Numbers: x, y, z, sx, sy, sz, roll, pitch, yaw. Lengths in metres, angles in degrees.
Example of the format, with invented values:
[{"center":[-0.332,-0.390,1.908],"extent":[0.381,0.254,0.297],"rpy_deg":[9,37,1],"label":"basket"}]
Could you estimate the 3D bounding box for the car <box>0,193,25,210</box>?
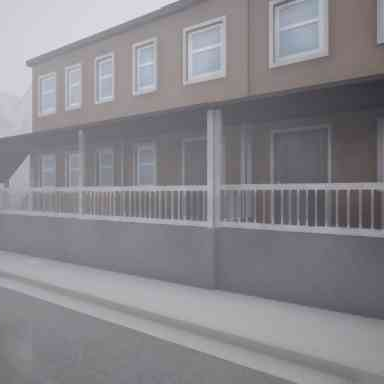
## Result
[{"center":[-14.933,0.954,27.553],"extent":[1.812,1.442,4.674],"rpy_deg":[0,15,34],"label":"car"}]
